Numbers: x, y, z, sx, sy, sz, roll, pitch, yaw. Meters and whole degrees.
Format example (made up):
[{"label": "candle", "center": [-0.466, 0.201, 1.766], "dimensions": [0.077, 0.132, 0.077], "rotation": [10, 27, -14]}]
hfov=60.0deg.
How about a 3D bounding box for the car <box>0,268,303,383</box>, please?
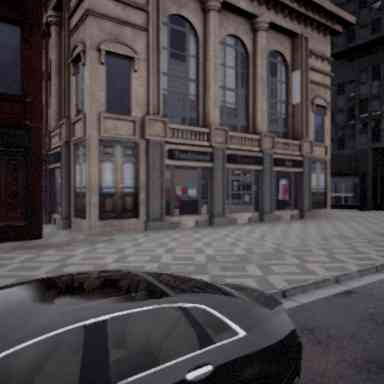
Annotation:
[{"label": "car", "center": [-1.194, 1.504, 2.515], "dimensions": [4.892, 1.490, 1.837], "rotation": [-1, 0, -35]}]
